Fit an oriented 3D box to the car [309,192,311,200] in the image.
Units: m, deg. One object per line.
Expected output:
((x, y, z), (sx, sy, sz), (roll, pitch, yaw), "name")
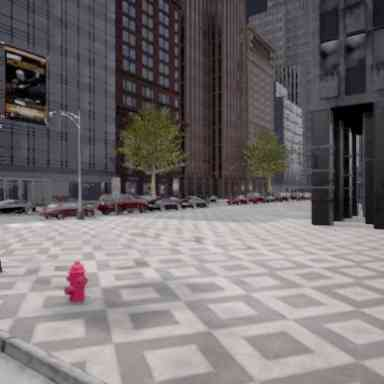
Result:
((26.022, 1.175, 76.207), (1.752, 1.417, 4.829), (0, 0, 35), "car")

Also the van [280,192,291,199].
((25.321, 1.014, 90.202), (1.690, 1.788, 3.998), (0, 0, 35), "van")

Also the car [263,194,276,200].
((18.915, 1.257, 80.918), (1.802, 1.307, 4.206), (0, 0, 35), "car")

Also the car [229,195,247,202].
((9.306, 1.247, 66.994), (1.887, 1.381, 4.507), (0, 0, 35), "car")

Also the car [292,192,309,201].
((22.723, 0.972, 71.427), (2.192, 1.841, 5.009), (0, 0, 35), "car")

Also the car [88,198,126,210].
((-9.913, 1.359, 39.145), (1.802, 1.307, 4.206), (0, 0, 35), "car")

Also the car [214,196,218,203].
((2.899, 1.288, 57.712), (1.947, 1.339, 4.313), (0, 0, 35), "car")

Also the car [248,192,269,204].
((9.911, 1.012, 52.863), (2.192, 1.841, 5.009), (0, 0, 35), "car")

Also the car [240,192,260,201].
((12.509, 1.007, 71.636), (2.192, 1.841, 5.009), (0, 0, 35), "car")

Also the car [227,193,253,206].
((6.708, 1.253, 48.222), (1.887, 1.381, 4.507), (0, 0, 35), "car")

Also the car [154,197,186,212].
((-2.899, 1.318, 34.300), (1.947, 1.339, 4.313), (0, 0, 35), "car")

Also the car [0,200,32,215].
((-16.320, 1.381, 29.862), (1.947, 1.339, 4.313), (0, 0, 35), "car")

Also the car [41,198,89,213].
((-13.116, 1.361, 34.504), (1.947, 1.339, 4.313), (0, 0, 35), "car")

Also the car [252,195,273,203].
((13.238, 1.235, 62.210), (2.033, 1.411, 5.357), (0, 0, 35), "car")

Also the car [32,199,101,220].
((-9.305, 1.372, 25.018), (1.802, 1.307, 4.206), (0, 0, 35), "car")

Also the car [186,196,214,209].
((0.303, 1.301, 38.940), (1.947, 1.339, 4.313), (0, 0, 35), "car")

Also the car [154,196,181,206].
((-3.507, 1.328, 48.428), (1.802, 1.307, 4.206), (0, 0, 35), "car")

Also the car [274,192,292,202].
((16.317, 0.992, 62.145), (2.192, 1.841, 5.009), (0, 0, 35), "car")

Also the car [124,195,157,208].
((-6.711, 1.201, 43.786), (1.967, 1.590, 4.097), (0, 0, 35), "car")

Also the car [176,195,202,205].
((-0.401, 1.259, 52.929), (1.752, 1.417, 4.829), (0, 0, 35), "car")

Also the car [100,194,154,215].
((-6.102, 1.085, 29.659), (2.192, 1.841, 5.009), (0, 0, 35), "car")

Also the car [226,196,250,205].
((7.563, 1.306, 53.988), (1.895, 1.301, 4.718), (0, 0, 34), "car")

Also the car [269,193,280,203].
((13.114, 1.253, 57.504), (1.947, 1.339, 4.313), (0, 0, 35), "car")
